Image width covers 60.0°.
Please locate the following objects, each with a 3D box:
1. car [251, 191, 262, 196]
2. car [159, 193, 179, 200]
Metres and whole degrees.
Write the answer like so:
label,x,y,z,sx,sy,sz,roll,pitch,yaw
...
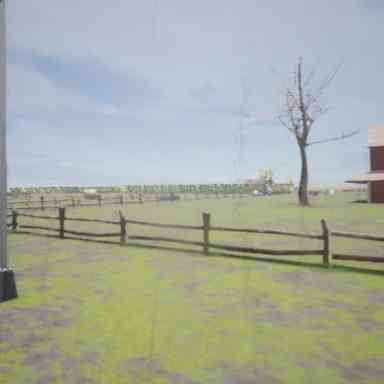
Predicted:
label,x,y,z,sx,sy,sz,roll,pitch,yaw
car,17.353,0.393,89.708,1.812,1.442,4.674,-1,0,33
car,-4.259,0.939,61.088,1.994,1.385,4.181,-1,0,33
